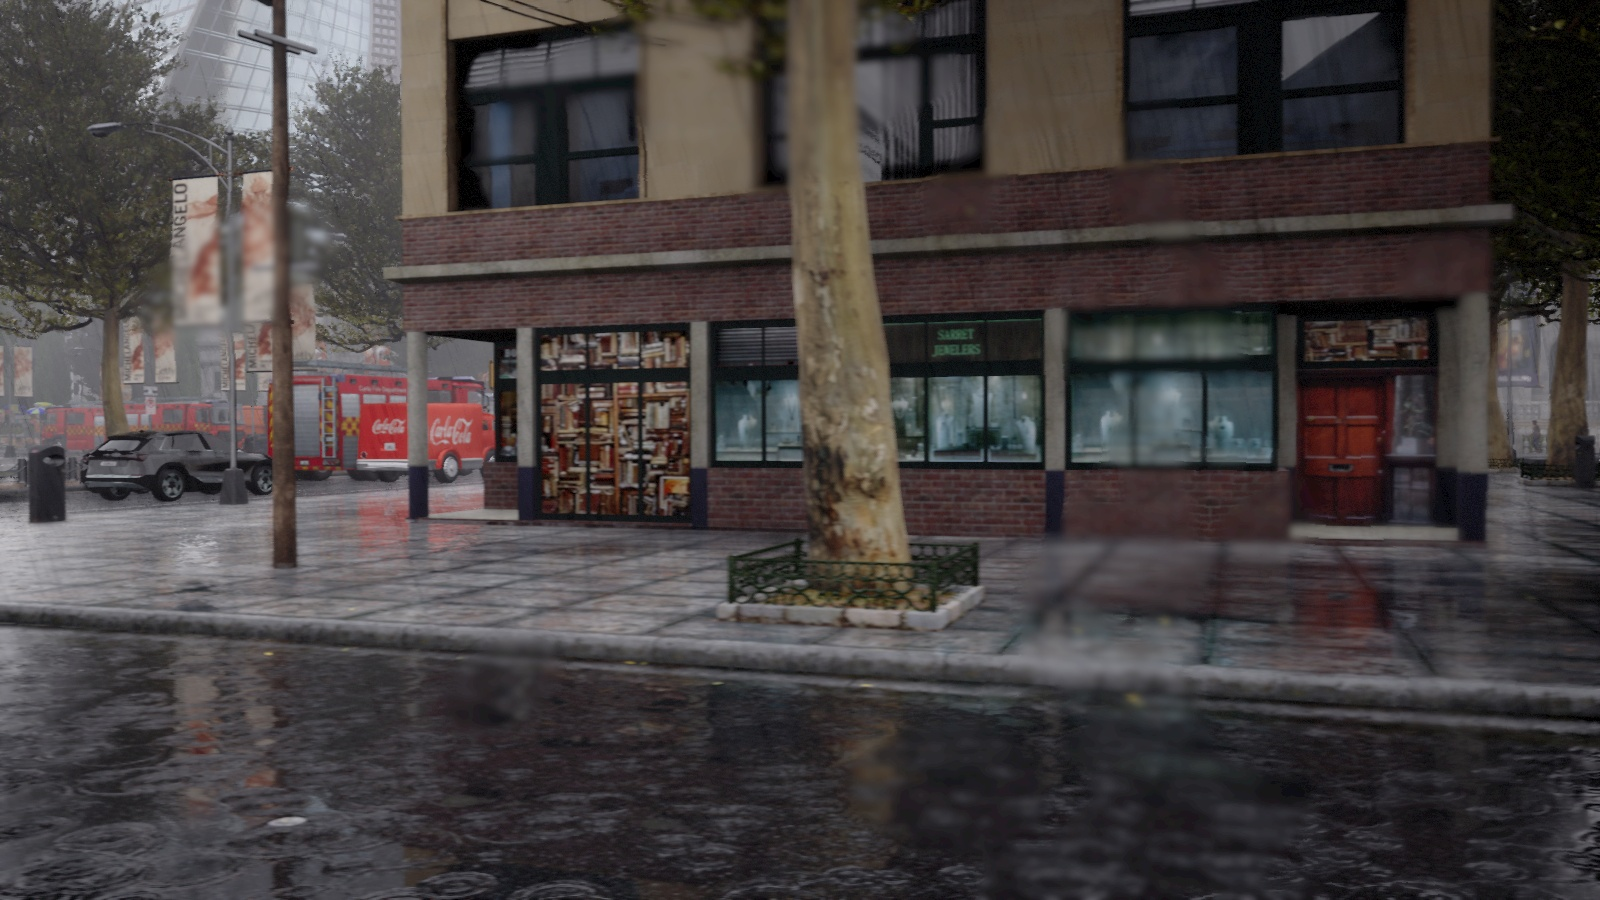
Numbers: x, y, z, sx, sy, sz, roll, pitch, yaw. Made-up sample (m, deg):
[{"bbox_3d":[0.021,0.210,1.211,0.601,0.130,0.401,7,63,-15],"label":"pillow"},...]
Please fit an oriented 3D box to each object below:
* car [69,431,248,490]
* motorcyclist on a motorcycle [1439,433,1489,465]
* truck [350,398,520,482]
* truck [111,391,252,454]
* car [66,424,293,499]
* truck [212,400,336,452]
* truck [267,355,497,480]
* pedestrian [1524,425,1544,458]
[{"bbox_3d":[-17.199,0.239,33.906,1.816,1.474,4.193,1,1,20],"label":"car"},{"bbox_3d":[32.335,-0.052,61.177,2.044,1.523,0.797,1,1,20],"label":"motorcyclist on a motorcycle"},{"bbox_3d":[-11.435,-0.335,39.826,2.627,2.467,5.204,1,1,20],"label":"truck"},{"bbox_3d":[-39.054,-1.740,79.328,8.468,3.827,2.891,0,1,20],"label":"truck"},{"bbox_3d":[-14.776,0.222,30.264,2.033,1.649,4.856,1,1,20],"label":"car"},{"bbox_3d":[-35.896,-1.645,85.636,7.936,3.462,2.891,1,1,20],"label":"truck"},{"bbox_3d":[-13.995,-1.074,43.057,2.891,3.827,8.468,1,1,20],"label":"truck"},{"bbox_3d":[39.731,-0.459,67.945,0.869,1.805,0.328,0,1,18],"label":"pedestrian"}]
